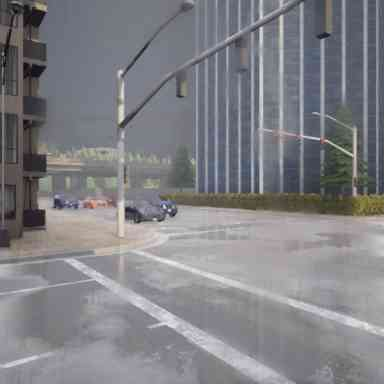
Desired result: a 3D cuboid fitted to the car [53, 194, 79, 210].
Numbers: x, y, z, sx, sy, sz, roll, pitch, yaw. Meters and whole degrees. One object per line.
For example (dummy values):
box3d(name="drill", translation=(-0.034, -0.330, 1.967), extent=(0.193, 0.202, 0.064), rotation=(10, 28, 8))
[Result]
box3d(name="car", translation=(-16.440, 1.223, 43.169), extent=(2.150, 2.045, 5.566), rotation=(0, 0, -35))

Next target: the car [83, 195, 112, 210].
box3d(name="car", translation=(-12.789, 1.351, 44.032), extent=(2.097, 1.767, 4.553), rotation=(0, 0, -35))

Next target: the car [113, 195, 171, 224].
box3d(name="car", translation=(-3.884, 1.353, 25.142), extent=(2.097, 1.767, 4.553), rotation=(0, 0, -35))

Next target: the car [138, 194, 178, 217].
box3d(name="car", translation=(-3.508, 1.222, 30.702), extent=(2.150, 2.045, 5.566), rotation=(0, 0, -35))
